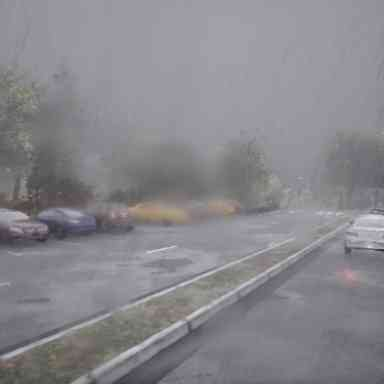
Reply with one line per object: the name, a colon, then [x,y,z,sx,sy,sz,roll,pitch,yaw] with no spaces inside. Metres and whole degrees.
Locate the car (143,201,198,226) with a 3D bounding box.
car: [-2.560,1.546,24.450,5.366,1.575,1.946,1,0,32]

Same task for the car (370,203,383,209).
car: [15.057,1.630,25.938,2.128,1.511,4.902,1,1,32]

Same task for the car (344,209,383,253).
car: [7.392,1.648,13.467,1.812,1.442,4.674,1,0,32]

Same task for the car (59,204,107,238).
car: [-7.056,1.529,17.512,4.674,1.452,2.002,1,0,32]

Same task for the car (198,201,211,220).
car: [-1.293,1.590,26.912,4.792,1.488,2.163,1,0,32]

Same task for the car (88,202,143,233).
car: [-5.580,1.389,19.848,4.553,1.767,2.185,1,0,32]

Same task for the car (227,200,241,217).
car: [1.627,1.574,31.577,5.008,1.535,2.097,1,0,32]

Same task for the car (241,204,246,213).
car: [3.075,1.579,33.921,4.892,1.521,2.231,1,0,32]

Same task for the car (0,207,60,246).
car: [-8.506,1.504,15.171,4.674,1.452,2.002,1,0,32]

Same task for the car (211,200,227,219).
car: [0.171,1.568,29.240,4.892,1.521,2.231,1,0,32]
